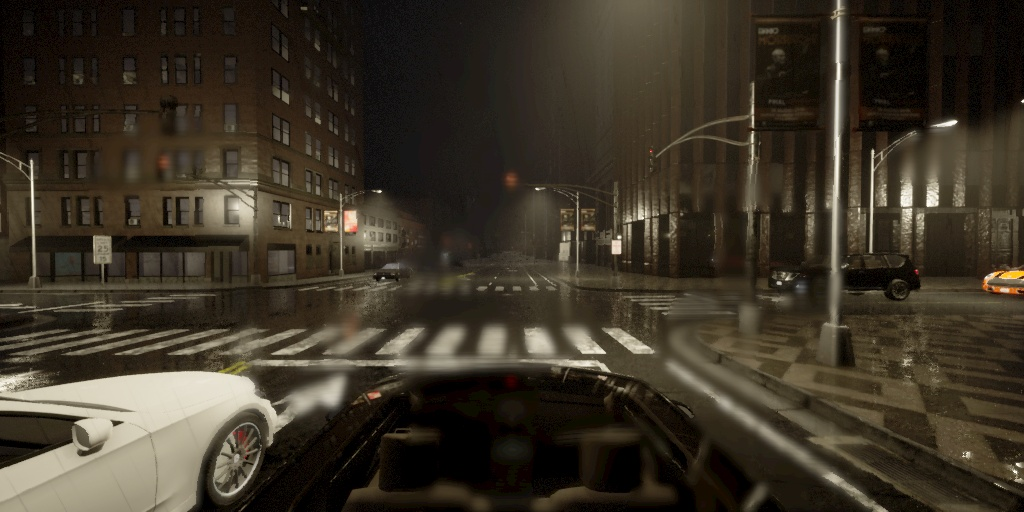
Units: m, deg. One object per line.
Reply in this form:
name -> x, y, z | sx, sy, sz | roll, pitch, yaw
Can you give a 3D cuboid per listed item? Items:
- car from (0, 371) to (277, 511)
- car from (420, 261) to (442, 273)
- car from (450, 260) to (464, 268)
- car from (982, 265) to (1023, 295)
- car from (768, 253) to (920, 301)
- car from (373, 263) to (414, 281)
car -> -3.159, 1.276, 1.403 | 1.812, 1.442, 4.674 | 0, 0, 2
car -> -9.708, 1.319, 43.218 | 1.994, 1.385, 4.181 | 0, 0, 0
car -> -9.555, 1.315, 62.771 | 1.994, 1.385, 4.181 | 0, 0, 1
car -> 24.541, 0.962, 16.231 | 4.553, 1.767, 2.097 | 0, 1, 0
car -> 14.872, 0.869, 16.223 | 5.566, 2.045, 2.150 | 0, 1, 1
car -> -9.741, 1.300, 29.999 | 2.033, 1.411, 5.357 | 0, 0, 2
